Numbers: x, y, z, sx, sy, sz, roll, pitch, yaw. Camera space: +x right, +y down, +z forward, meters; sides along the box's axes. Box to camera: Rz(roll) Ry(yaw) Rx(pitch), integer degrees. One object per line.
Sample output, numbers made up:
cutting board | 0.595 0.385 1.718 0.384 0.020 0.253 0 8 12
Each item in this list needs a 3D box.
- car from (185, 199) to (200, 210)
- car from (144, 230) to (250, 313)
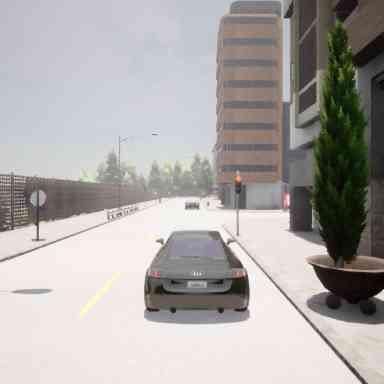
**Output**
car | 0.028 1.601 43.881 1.895 1.301 4.718 0 0 -1
car | 0.085 1.564 7.730 1.994 1.385 4.181 0 0 0
